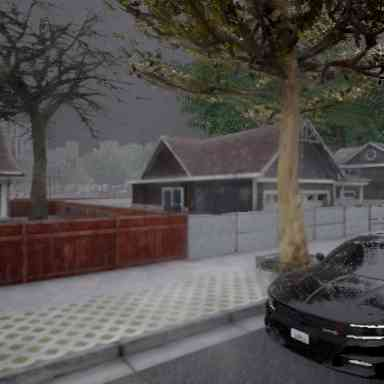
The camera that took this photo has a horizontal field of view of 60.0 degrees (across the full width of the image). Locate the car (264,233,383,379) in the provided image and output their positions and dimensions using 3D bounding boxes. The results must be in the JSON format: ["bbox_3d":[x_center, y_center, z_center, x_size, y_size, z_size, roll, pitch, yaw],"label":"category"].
[{"bbox_3d":[3.332,1.454,5.441,5.008,1.535,1.882,0,0,-35],"label":"car"}]
